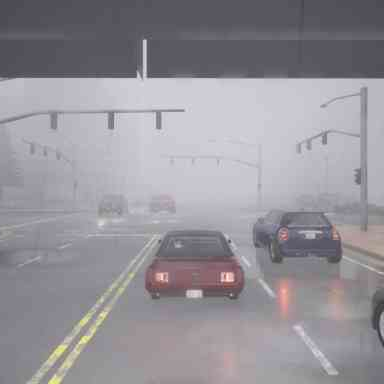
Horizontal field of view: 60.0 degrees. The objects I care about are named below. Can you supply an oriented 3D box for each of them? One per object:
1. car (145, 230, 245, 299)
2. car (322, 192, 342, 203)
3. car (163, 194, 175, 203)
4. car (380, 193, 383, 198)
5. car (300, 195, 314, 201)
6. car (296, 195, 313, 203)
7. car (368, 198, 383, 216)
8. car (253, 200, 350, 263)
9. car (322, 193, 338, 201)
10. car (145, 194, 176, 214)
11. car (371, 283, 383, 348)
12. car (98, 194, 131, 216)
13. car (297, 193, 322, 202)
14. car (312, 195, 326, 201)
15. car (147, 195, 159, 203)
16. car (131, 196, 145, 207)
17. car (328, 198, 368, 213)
[{"bbox_3d":[0.066,1.601,8.384,1.895,1.301,4.718,0,0,0],"label":"car"},{"bbox_3d":[19.536,1.156,48.148,1.905,1.878,3.866,0,0,0],"label":"car"},{"bbox_3d":[-4.550,1.352,67.029,2.097,1.767,4.553,0,0,0],"label":"car"},{"bbox_3d":[39.086,1.153,65.764,1.932,1.855,4.605,0,0,0],"label":"car"},{"bbox_3d":[27.911,1.395,80.742,1.970,1.475,3.806,0,0,0],"label":"car"},{"bbox_3d":[22.189,1.395,65.623,1.970,1.475,3.806,0,0,0],"label":"car"},{"bbox_3d":[19.253,1.505,30.430,4.892,1.490,1.837,0,0,1],"label":"car"},{"bbox_3d":[3.580,1.352,12.150,2.097,1.767,4.553,0,0,0],"label":"car"},{"bbox_3d":[33.489,1.153,80.809,1.932,1.855,4.605,0,0,0],"label":"car"},{"bbox_3d":[-3.334,1.222,35.625,2.150,2.045,5.566,0,0,-15],"label":"car"},{"bbox_3d":[3.600,1.505,3.062,1.837,1.490,4.892,0,0,0],"label":"car"},{"bbox_3d":[-7.691,1.223,32.809,2.150,2.045,5.566,0,0,-3],"label":"car"},{"bbox_3d":[16.642,1.153,48.193,1.932,1.855,4.605,0,0,0],"label":"car"},{"bbox_3d":[30.806,1.364,80.750,1.784,1.438,3.905,0,0,0],"label":"car"},{"bbox_3d":[-8.043,1.478,68.801,1.882,1.535,5.008,0,0,0],"label":"car"},{"bbox_3d":[-8.014,1.352,50.223,2.097,1.767,4.553,0,0,0],"label":"car"},{"bbox_3d":[16.667,1.564,33.962,4.181,1.385,1.994,0,0,1],"label":"car"}]
